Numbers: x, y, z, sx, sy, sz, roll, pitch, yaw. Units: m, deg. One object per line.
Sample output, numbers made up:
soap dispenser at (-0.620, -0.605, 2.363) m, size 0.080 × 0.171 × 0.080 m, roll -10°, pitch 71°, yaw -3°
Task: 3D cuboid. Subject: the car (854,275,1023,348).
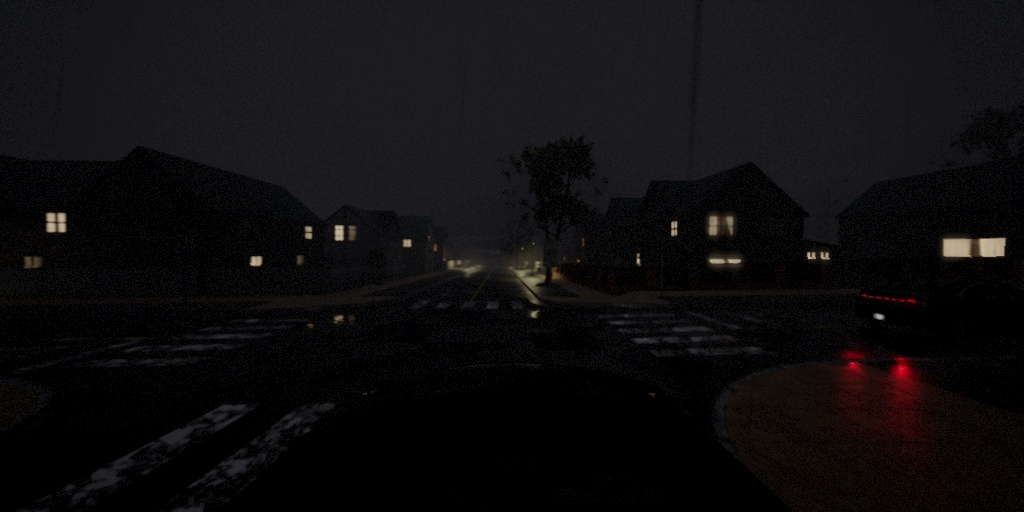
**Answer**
car at (11.145, 1.210, 8.613) m, size 4.902 × 1.511 × 2.128 m, roll -1°, pitch 1°, yaw -2°
